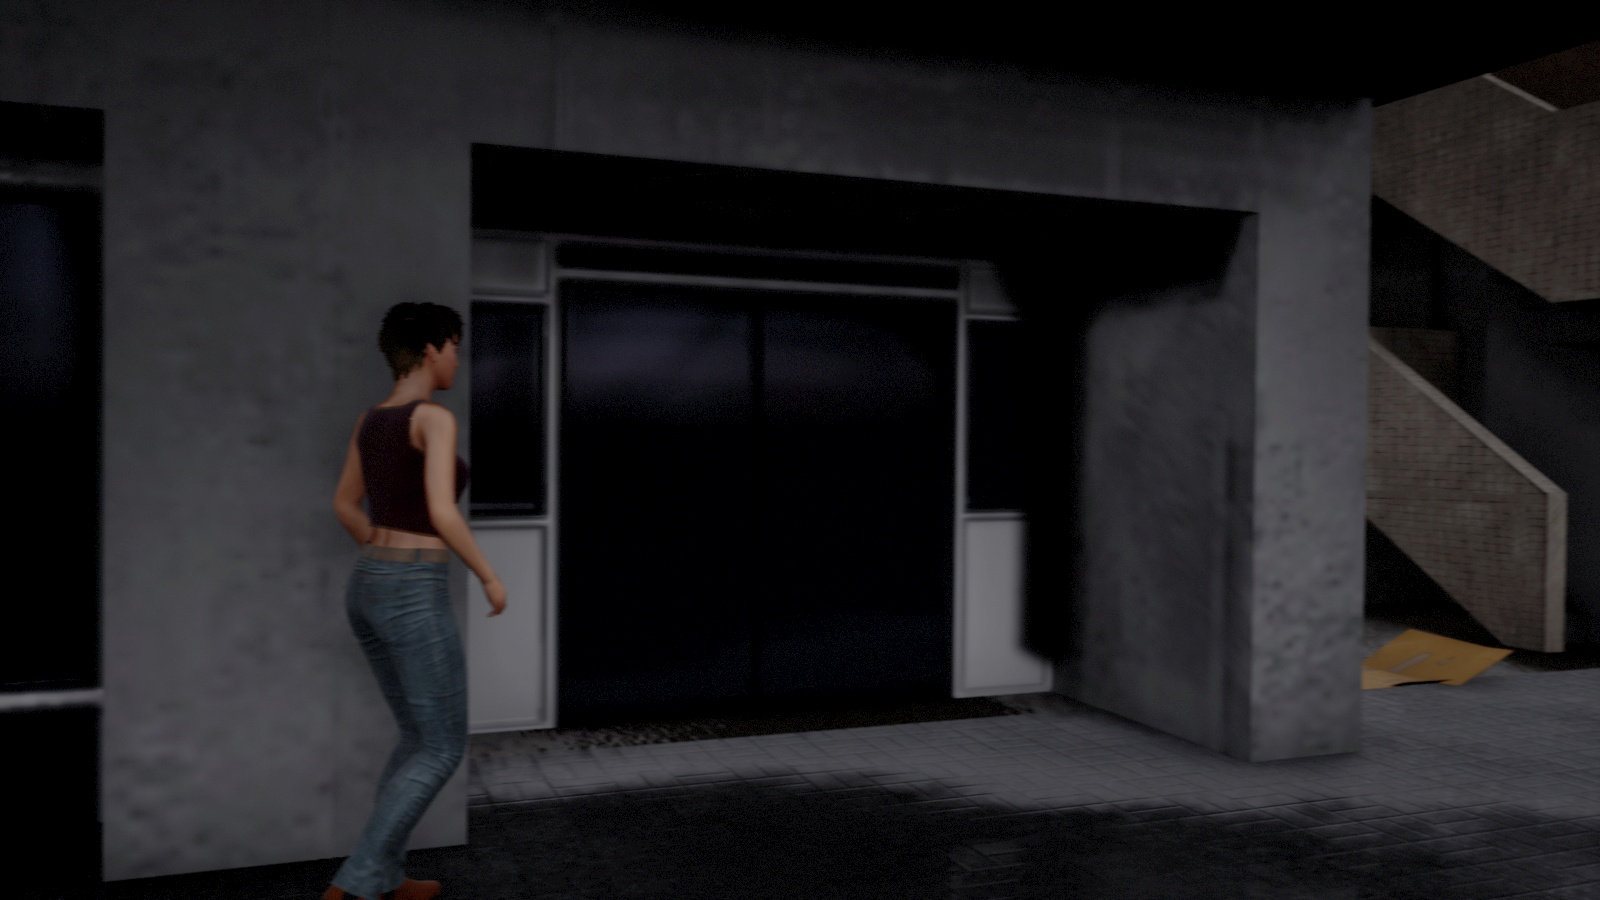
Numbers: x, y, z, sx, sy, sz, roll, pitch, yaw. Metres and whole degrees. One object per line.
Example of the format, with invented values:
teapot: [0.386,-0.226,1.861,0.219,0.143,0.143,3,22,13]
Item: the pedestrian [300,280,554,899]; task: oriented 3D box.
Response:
pedestrian: [-1.084,0.460,3.682,0.345,1.836,0.594,0,1,45]
